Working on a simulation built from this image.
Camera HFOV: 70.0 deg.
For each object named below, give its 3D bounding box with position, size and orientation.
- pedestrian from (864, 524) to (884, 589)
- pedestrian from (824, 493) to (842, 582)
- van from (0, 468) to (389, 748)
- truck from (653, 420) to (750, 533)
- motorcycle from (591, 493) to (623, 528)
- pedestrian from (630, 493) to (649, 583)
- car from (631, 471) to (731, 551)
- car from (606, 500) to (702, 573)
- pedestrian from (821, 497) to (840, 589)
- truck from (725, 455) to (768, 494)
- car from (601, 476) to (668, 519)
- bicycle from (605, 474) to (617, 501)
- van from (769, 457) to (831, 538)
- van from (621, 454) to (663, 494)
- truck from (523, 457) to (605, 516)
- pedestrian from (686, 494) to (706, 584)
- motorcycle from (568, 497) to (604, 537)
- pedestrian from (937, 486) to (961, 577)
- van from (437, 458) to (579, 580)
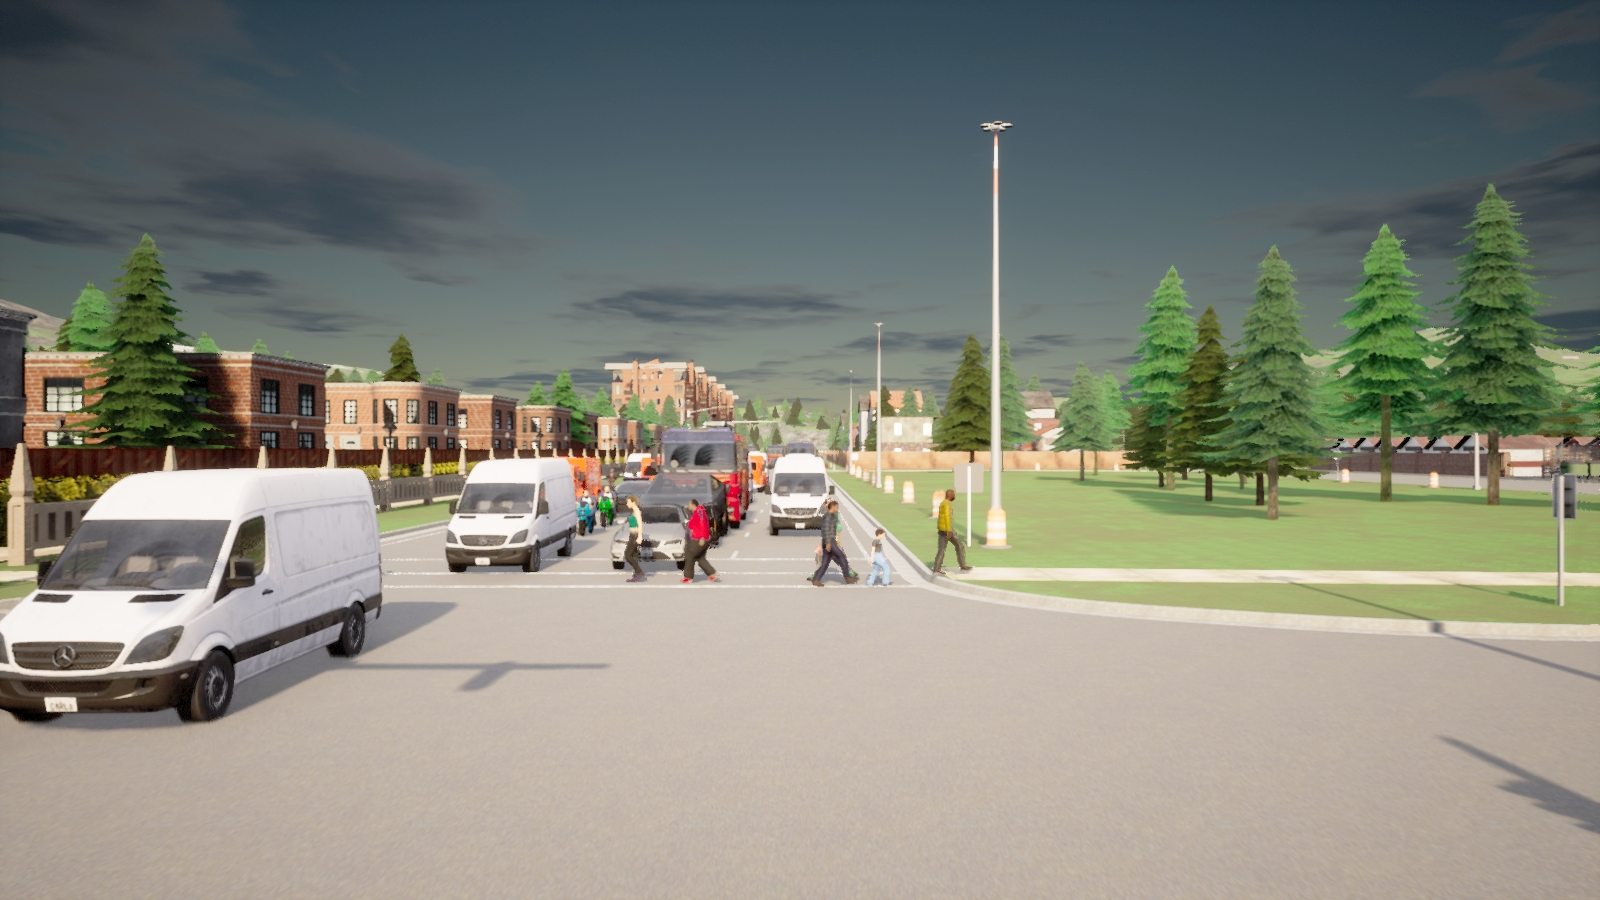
[{"bbox_3d":[1.512,2.174,23.444,0.375,1.300,0.375,0,0,0],"label":"pedestrian"},{"bbox_3d":[0.704,1.849,24.206,0.375,1.860,0.375,0,0,1],"label":"pedestrian"},{"bbox_3d":[-6.996,1.535,13.730,1.988,2.561,5.915,0,0,0],"label":"van"},{"bbox_3d":[-3.494,0.892,42.628,2.891,3.827,8.468,0,0,0],"label":"truck"},{"bbox_3d":[-6.998,2.188,41.532,0.803,1.199,2.033,0,-1,0],"label":"motorcycle"},{"bbox_3d":[-3.376,1.849,24.015,0.375,1.860,0.375,0,0,-11],"label":"pedestrian"},{"bbox_3d":[-3.499,1.755,34.781,2.390,2.098,6.274,0,0,0],"label":"car"},{"bbox_3d":[-3.501,2.066,28.077,1.816,1.474,4.193,0,0,0],"label":"car"},{"bbox_3d":[0.626,1.907,23.448,0.375,1.860,0.375,0,0,-1],"label":"pedestrian"},{"bbox_3d":[-3.494,1.576,75.542,2.627,2.467,5.204,0,0,0],"label":"truck"},{"bbox_3d":[-6.998,1.984,48.770,2.097,1.638,5.238,0,0,0],"label":"car"},{"bbox_3d":[-10.492,2.061,63.494,0.329,1.471,1.835,0,-1,0],"label":"bicycle"},{"bbox_3d":[0.005,1.536,39.241,1.988,2.561,5.915,0,0,0],"label":"van"},{"bbox_3d":[-10.493,1.537,76.342,1.988,2.561,5.915,0,0,0],"label":"van"},{"bbox_3d":[-10.497,1.570,51.262,2.627,2.467,5.204,0,0,0],"label":"truck"},{"bbox_3d":[-2.176,1.849,23.916,0.375,1.860,0.375,0,0,-11],"label":"pedestrian"},{"bbox_3d":[-6.999,2.187,37.500,0.803,1.199,2.033,0,0,0],"label":"motorcycle"},{"bbox_3d":[3.116,1.697,23.861,0.375,1.860,0.375,0,0,-17],"label":"pedestrian"},{"bbox_3d":[-6.995,1.531,28.101,1.988,2.561,5.915,0,1,0],"label":"van"}]
